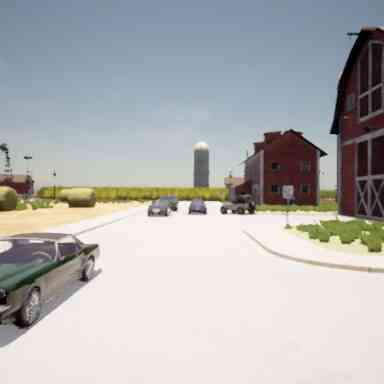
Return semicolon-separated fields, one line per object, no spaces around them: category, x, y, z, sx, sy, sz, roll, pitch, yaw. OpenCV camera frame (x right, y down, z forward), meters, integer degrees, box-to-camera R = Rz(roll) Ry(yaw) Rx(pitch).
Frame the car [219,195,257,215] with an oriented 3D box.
car;4.689;1.295;33.985;1.905;1.878;3.866;-7;3;-41

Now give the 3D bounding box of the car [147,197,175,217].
car;-3.071;1.549;31.421;2.128;1.511;4.902;0;0;1

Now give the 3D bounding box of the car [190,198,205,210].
car;0.805;1.650;47.723;2.128;1.511;4.902;1;0;1

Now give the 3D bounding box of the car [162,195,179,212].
car;-2.857;1.407;41.485;2.150;2.045;5.566;1;0;1

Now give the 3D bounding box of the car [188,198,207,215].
car;0.619;1.668;35.713;1.994;1.385;4.181;0;-1;2

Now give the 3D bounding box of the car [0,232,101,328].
car;-3.503;1.592;7.050;1.895;1.301;4.718;0;0;1
